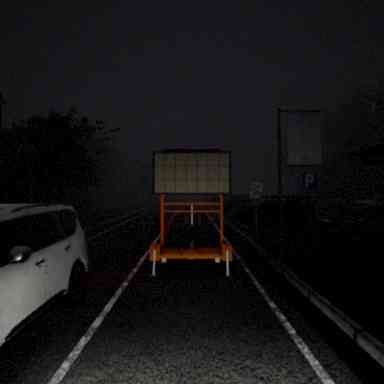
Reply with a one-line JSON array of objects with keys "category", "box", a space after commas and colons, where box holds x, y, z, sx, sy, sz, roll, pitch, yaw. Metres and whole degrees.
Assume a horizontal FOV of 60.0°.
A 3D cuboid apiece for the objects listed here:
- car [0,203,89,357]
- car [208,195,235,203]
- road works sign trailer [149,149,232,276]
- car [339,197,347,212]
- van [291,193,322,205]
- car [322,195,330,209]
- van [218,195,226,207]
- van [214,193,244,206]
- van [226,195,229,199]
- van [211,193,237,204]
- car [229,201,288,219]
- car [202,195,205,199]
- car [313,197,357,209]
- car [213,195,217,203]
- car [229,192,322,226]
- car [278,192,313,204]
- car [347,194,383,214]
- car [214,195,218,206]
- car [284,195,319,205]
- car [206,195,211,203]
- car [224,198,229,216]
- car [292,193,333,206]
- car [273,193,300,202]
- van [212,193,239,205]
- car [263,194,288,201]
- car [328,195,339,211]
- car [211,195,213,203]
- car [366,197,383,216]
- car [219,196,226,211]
[{"category": "car", "box": [-3.263, 1.232, 4.975, 2.150, 2.045, 5.566, 0, 0, 0]}, {"category": "car", "box": [5.518, 1.301, 62.386, 4.892, 1.521, 2.231, 0, 1, 0]}, {"category": "road works sign trailer", "box": [0.000, 0.476, 10.357, 2.380, 3.560, 2.880, 0, 0, 1]}, {"category": "car", "box": [18.704, 1.472, 35.153, 4.892, 1.521, 2.231, 0, 0, 0]}, {"category": "van", "box": [18.752, 1.145, 54.590, 4.442, 1.987, 1.878, 0, 1, 0]}, {"category": "car", "box": [18.873, 1.455, 40.709, 5.366, 1.575, 1.946, 0, 0, 0]}, {"category": "van", "box": [5.506, 1.241, 37.151, 4.442, 1.987, 1.878, 0, 0, 0]}, {"category": "van", "box": [5.685, 1.174, 51.174, 4.442, 1.987, 1.878, 0, 0, 0]}, {"category": "van", "box": [5.761, 1.248, 31.541, 4.442, 1.987, 1.878, 0, 0, 0]}, {"category": "van", "box": [5.652, 1.099, 59.581, 4.442, 1.987, 1.878, 0, 1, 0]}, {"category": "car", "box": [5.658, 1.517, 28.738, 4.674, 1.452, 2.002, 0, 0, 0]}, {"category": "car", "box": [5.464, 0.973, 70.793, 5.566, 2.045, 2.435, 0, 1, 0]}, {"category": "car", "box": [18.648, 1.479, 43.480, 4.792, 1.488, 2.163, 0, 0, 0]}, {"category": "car", "box": [5.587, 1.476, 45.564, 4.674, 1.452, 2.002, 0, 0, 0]}, {"category": "car", "box": [5.649, 1.232, 23.131, 5.566, 2.045, 2.435, 0, 0, 0]}, {"category": "car", "box": [18.642, 1.070, 60.140, 5.566, 2.045, 2.435, 0, 1, 0]}, {"category": "car", "box": [18.692, 1.223, 32.379, 5.566, 2.045, 2.435, 0, 0, 0]}, {"category": "car", "box": [5.630, 1.480, 42.757, 4.792, 1.488, 2.163, 0, 0, 0]}, {"category": "car", "box": [18.810, 1.343, 57.367, 5.366, 1.575, 1.946, 0, 1, 0]}, {"category": "car", "box": [5.529, 1.123, 53.973, 5.566, 2.045, 2.435, 0, 1, 0]}, {"category": "car", "box": [5.481, 1.477, 25.934, 5.366, 1.575, 1.946, 0, 0, 0]}, {"category": "car", "box": [18.674, 1.144, 51.813, 5.566, 2.045, 2.435, 0, 1, 0]}, {"category": "car", "box": [18.623, 1.146, 65.693, 4.553, 1.767, 2.185, 0, 1, 0]}, {"category": "van", "box": [5.663, 1.124, 56.778, 4.442, 1.987, 1.878, 0, 1, 0]}, {"category": "car", "box": [18.565, 1.198, 74.021, 4.892, 1.521, 2.231, 0, 1, 0]}, {"category": "car", "box": [18.694, 1.465, 37.931, 5.008, 1.535, 2.097, 0, 0, 0]}, {"category": "car", "box": [5.586, 1.419, 48.367, 4.892, 1.521, 2.231, 0, 0, 0]}, {"category": "car", "box": [18.737, 1.477, 29.603, 5.008, 1.535, 2.097, 0, 0, 0]}, {"category": "car", "box": [5.628, 1.471, 34.344, 5.008, 1.535, 2.097, 0, 0, 0]}]
